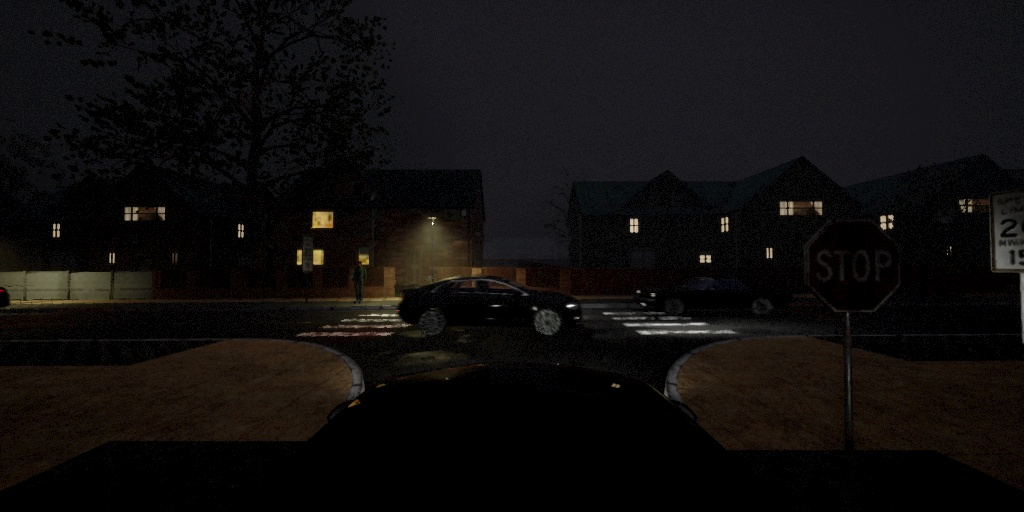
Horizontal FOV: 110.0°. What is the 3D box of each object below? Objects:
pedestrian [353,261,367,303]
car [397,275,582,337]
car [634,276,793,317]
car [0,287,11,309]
[{"bbox_3d":[-6.715,1.113,15.732,0.375,1.860,0.375,0,-1,1],"label":"pedestrian"},{"bbox_3d":[-0.587,1.274,9.778,4.902,1.511,2.128,0,-1,1],"label":"car"},{"bbox_3d":[6.862,1.372,12.638,4.718,1.301,1.895,0,-1,1],"label":"car"},{"bbox_3d":[-21.485,1.547,13.003,4.902,1.511,2.128,-1,-1,1],"label":"car"}]
